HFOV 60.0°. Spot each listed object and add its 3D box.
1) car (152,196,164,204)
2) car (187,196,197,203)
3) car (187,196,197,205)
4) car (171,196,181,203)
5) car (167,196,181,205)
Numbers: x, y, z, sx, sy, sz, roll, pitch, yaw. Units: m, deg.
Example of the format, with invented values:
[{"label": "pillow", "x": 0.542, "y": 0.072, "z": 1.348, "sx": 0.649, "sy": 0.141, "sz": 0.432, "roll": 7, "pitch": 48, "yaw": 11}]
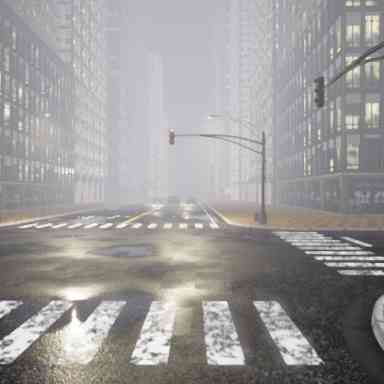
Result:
[{"label": "car", "x": -6.536, "y": 1.589, "z": 64.345, "sx": 2.128, "sy": 1.511, "sz": 4.902, "roll": 0, "pitch": 0, "yaw": 0}, {"label": "car", "x": -0.039, "y": 1.520, "z": 70.598, "sx": 1.994, "sy": 1.385, "sz": 4.181, "roll": 0, "pitch": 0, "yaw": 0}, {"label": "car", "x": -0.034, "y": 1.686, "z": 60.626, "sx": 1.895, "sy": 1.301, "sz": 4.718, "roll": 0, "pitch": 0, "yaw": 0}, {"label": "car", "x": -3.290, "y": 1.545, "z": 70.210, "sx": 1.895, "sy": 1.301, "sz": 4.718, "roll": 0, "pitch": 0, "yaw": 0}, {"label": "car", "x": -3.284, "y": 1.435, "z": 60.149, "sx": 2.097, "sy": 1.767, "sz": 4.553, "roll": 0, "pitch": 0, "yaw": 0}]
